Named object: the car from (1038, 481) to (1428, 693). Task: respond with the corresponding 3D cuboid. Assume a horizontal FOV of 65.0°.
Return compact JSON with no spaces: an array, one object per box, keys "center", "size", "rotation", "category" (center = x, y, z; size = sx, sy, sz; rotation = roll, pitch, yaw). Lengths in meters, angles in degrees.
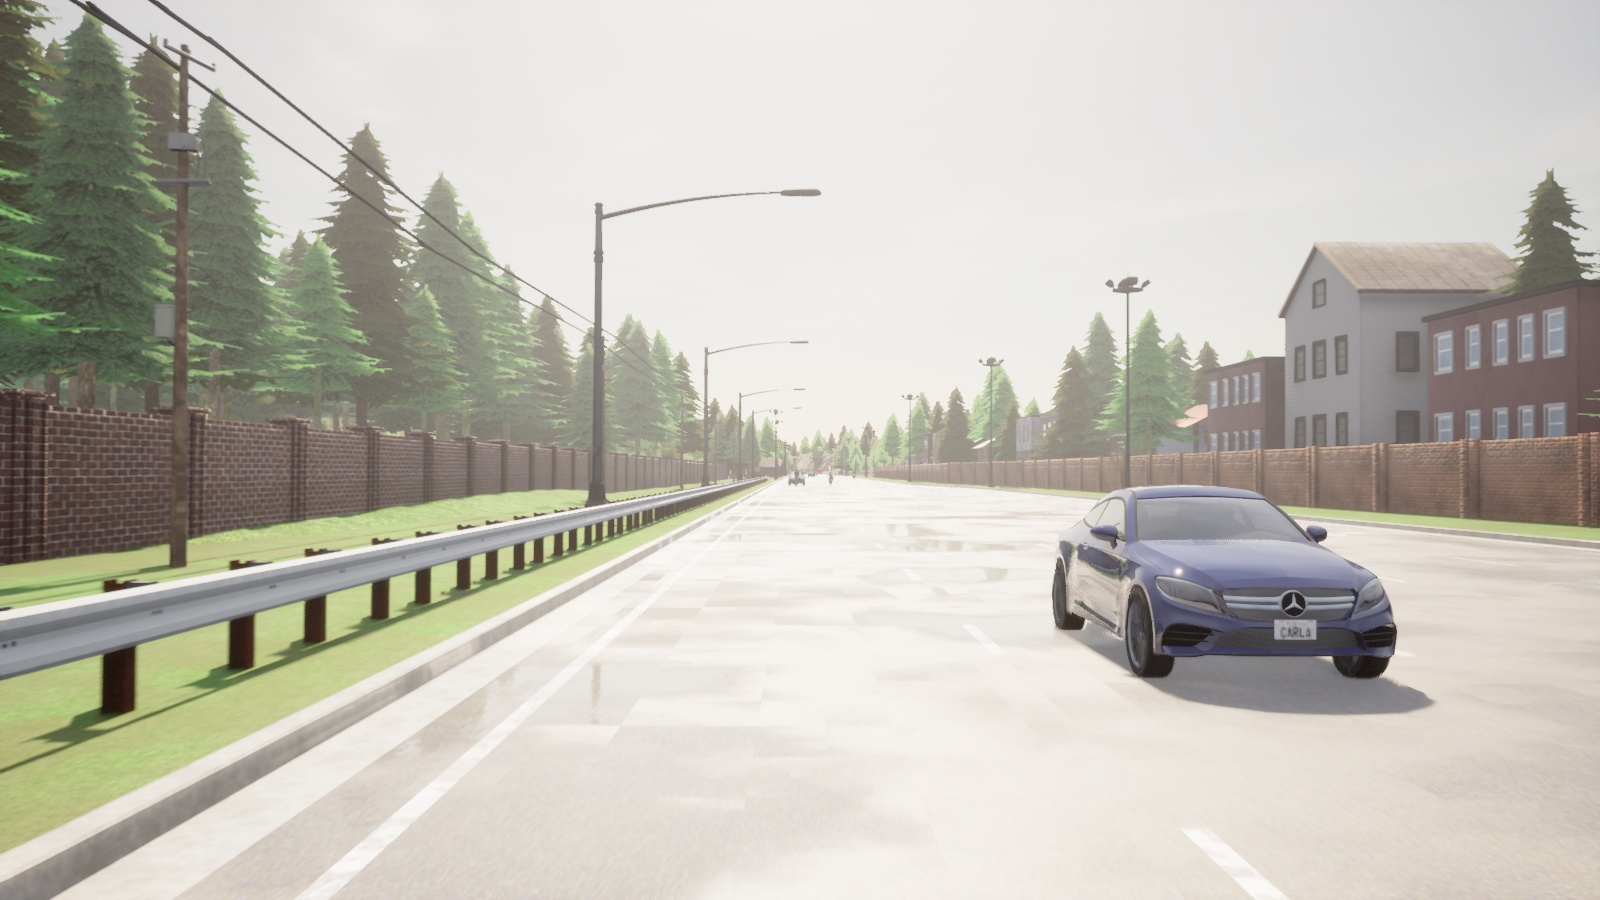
[{"center":[3.473,1.013,11.126],"size":[1.812,1.442,4.674],"rotation":[0,-1,0],"category":"car"}]
